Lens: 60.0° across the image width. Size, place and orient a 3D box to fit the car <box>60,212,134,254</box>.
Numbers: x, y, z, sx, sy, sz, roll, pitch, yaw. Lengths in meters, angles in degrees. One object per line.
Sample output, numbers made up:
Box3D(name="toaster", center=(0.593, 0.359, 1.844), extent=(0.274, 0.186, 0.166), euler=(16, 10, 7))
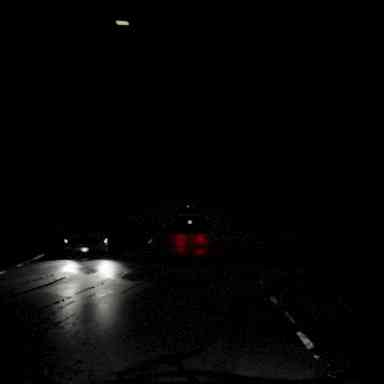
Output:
Box3D(name="car", center=(-3.645, 1.565, 13.854), extent=(2.033, 1.411, 5.357), euler=(0, 0, -1))

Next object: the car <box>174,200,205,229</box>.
Box3D(name="car", center=(-0.158, 1.505, 21.540), extent=(2.128, 1.511, 4.902), euler=(0, 0, -1))

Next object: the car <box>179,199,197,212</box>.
Box3D(name="car", center=(-0.495, 1.633, 40.306), extent=(1.994, 1.385, 4.181), euler=(0, 0, -1))
